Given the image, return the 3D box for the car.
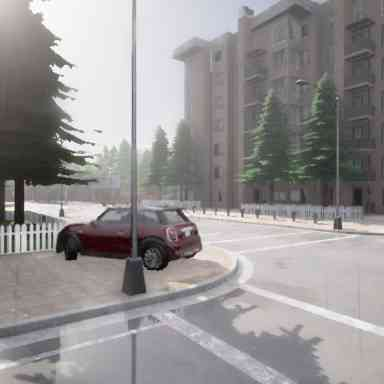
[{"bbox_3d":[-2.047,1.201,10.372,4.553,1.767,2.097,0,0,25],"label":"car"}]
